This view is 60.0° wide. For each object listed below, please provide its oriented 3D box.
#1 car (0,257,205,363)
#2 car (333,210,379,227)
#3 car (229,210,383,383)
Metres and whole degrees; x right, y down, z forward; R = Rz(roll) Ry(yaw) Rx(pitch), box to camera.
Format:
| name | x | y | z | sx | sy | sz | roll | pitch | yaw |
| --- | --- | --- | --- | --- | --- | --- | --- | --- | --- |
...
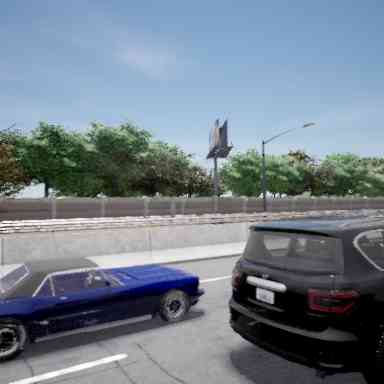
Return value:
| name | x | y | z | sx | sy | sz | roll | pitch | yaw |
| --- | --- | --- | --- | --- | --- | --- | --- | --- | --- |
| car | -2.105 | 1.940 | 6.407 | 4.718 | 1.301 | 1.895 | 0 | -3 | -32 |
| car | 17.432 | 2.755 | 35.281 | 4.902 | 1.511 | 2.128 | 1 | -3 | -32 |
| car | 3.199 | 1.421 | 5.615 | 5.566 | 2.045 | 2.150 | 0 | -3 | -32 |
